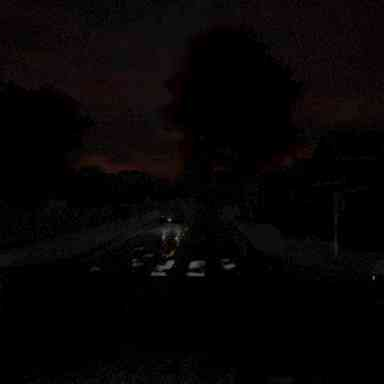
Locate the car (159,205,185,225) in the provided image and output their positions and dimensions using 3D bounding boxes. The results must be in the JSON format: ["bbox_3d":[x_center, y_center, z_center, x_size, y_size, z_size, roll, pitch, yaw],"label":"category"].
[{"bbox_3d":[-1.580,1.852,27.367,2.128,1.511,4.902,-1,-1,2],"label":"car"}]
